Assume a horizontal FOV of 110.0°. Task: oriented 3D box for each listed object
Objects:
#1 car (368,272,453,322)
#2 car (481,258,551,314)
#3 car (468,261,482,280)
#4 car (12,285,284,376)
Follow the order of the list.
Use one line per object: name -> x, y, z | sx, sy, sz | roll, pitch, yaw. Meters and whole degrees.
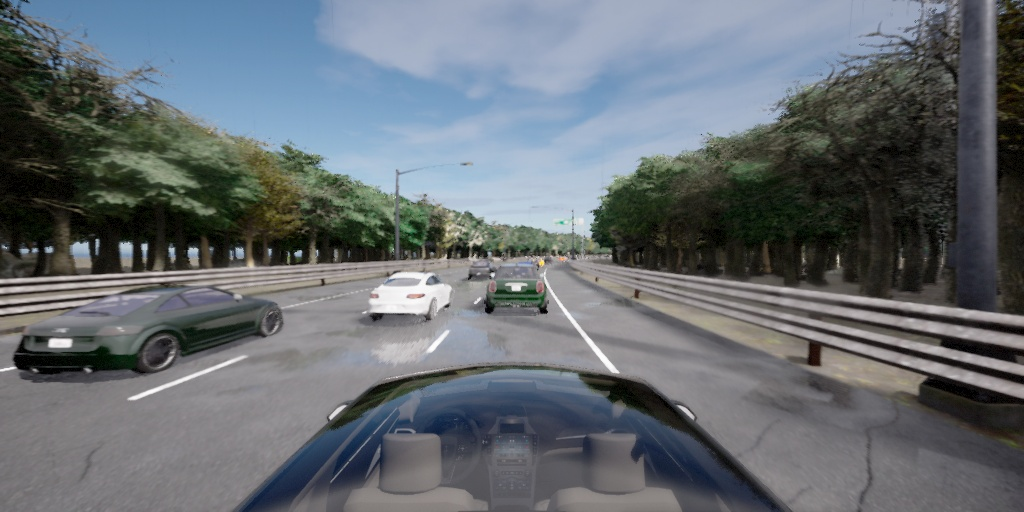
car -> -3.227, 1.243, 12.082 | 1.812, 1.442, 4.674 | 0, 0, 1
car -> 0.208, 1.074, 13.874 | 2.097, 1.767, 4.553 | 0, 0, 2
car -> -2.370, 1.171, 29.672 | 2.128, 1.511, 4.902 | 0, 0, 4
car -> -6.822, 1.282, 7.443 | 1.994, 1.385, 4.181 | 0, 0, 1
